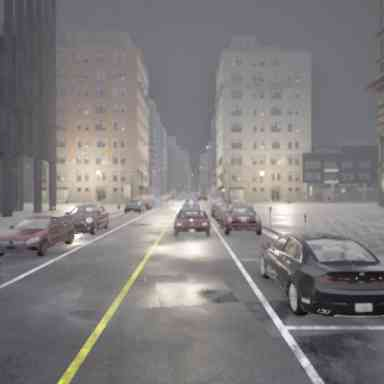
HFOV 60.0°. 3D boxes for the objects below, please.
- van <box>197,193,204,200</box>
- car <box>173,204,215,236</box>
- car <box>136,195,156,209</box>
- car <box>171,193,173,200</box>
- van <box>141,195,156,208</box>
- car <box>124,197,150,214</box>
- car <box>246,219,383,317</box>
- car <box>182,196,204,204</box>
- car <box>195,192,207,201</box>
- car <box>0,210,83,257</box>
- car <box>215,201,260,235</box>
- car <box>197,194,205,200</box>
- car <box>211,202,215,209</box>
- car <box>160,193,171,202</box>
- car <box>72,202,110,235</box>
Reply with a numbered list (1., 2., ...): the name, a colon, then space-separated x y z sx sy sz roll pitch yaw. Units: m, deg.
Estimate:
1. van: 2.247 1.117 90.768 1.690 1.788 3.998 0 0 0
2. car: 0.010 1.584 18.367 1.895 1.301 4.718 0 0 0
3. car: -6.046 1.275 41.129 2.192 1.841 5.009 0 0 0
4. car: -6.225 1.398 79.442 1.947 1.339 4.313 0 0 0
5. van: -6.073 1.292 46.770 1.690 1.788 3.998 0 0 0
6. car: -6.019 1.534 35.489 1.947 1.339 4.313 0 0 0
7. car: 2.639 1.543 7.307 2.008 1.369 4.403 0 0 0
8. car: -0.075 1.508 35.389 2.033 1.411 5.357 0 0 0
9. car: 2.327 1.159 73.798 2.192 1.841 5.009 0 0 0
10. car: -5.913 1.580 12.929 1.802 1.307 4.206 0 0 0
11. car: 2.586 1.420 18.585 1.967 1.590 4.097 0 0 0
12. car: 2.274 1.344 85.112 1.887 1.381 4.507 0 0 0
13. car: 2.560 1.554 24.225 1.802 1.307 4.206 0 0 0
14. car: -6.198 1.380 73.616 1.752 1.417 4.829 0 0 0
15. car: -5.940 1.431 18.570 1.967 1.590 4.097 0 0 0
